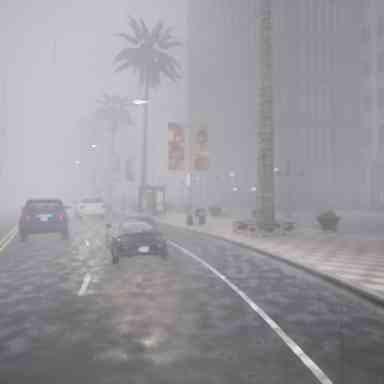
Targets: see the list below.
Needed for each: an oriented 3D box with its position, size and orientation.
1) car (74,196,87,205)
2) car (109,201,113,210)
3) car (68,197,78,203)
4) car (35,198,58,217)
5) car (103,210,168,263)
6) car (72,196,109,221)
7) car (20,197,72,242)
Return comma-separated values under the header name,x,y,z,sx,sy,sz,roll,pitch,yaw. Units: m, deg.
name,x,y,z,sx,sy,sz,roll,pitch,yaw
car,-22.961,1.777,68.248,2.185,1.767,4.553,-1,0,-24
car,-11.066,1.709,41.389,2.231,1.521,4.892,-1,0,-24
car,-31.564,2.079,88.420,2.161,1.482,4.786,-1,0,-24
car,-15.487,1.607,35.340,2.097,1.767,4.553,-1,0,-24
car,-2.137,1.582,12.282,1.812,1.442,4.674,0,0,-17
car,-9.224,1.398,29.840,2.150,2.045,5.566,-1,0,-24
car,-7.785,1.350,17.712,2.150,2.045,5.566,0,0,-22
